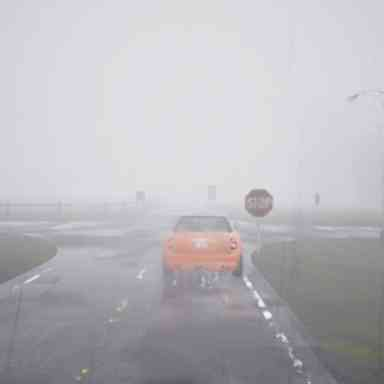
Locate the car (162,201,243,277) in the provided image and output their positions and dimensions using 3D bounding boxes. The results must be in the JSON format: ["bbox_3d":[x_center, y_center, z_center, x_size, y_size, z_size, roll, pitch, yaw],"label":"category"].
[{"bbox_3d":[0.422,1.344,10.412,2.097,1.767,4.553,0,0,5],"label":"car"}]

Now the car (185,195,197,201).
[{"bbox_3d":[0.002,1.505,66.300,2.033,1.411,5.357,0,0,-2],"label":"car"}]

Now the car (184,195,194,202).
[{"bbox_3d":[-0.662,1.419,76.827,1.837,1.490,4.892,0,0,-6],"label":"car"}]
